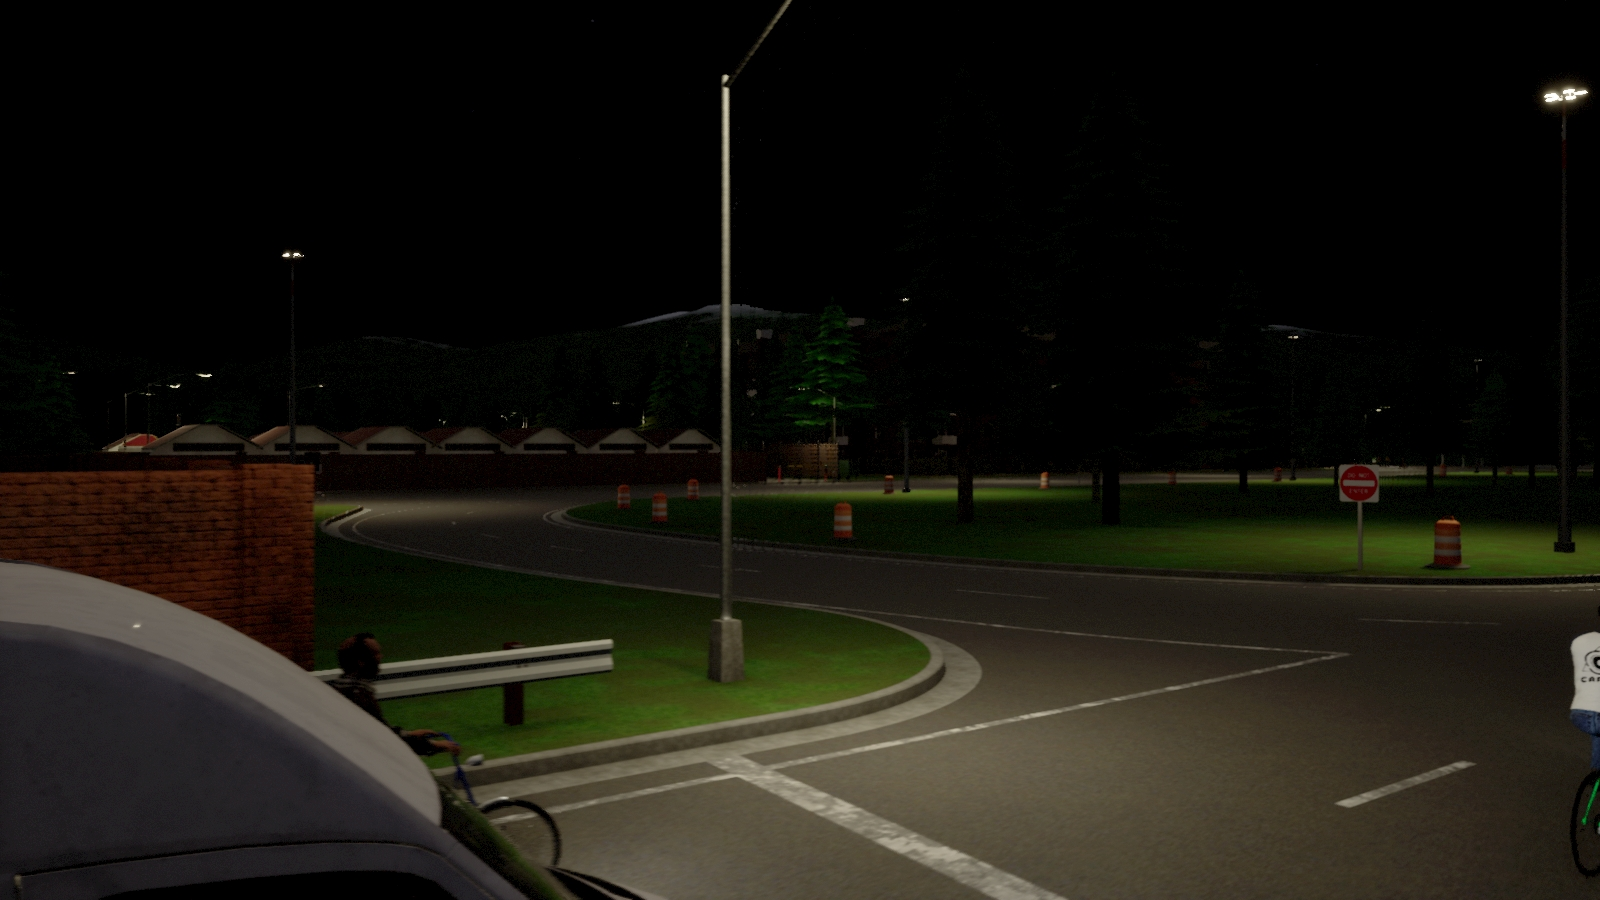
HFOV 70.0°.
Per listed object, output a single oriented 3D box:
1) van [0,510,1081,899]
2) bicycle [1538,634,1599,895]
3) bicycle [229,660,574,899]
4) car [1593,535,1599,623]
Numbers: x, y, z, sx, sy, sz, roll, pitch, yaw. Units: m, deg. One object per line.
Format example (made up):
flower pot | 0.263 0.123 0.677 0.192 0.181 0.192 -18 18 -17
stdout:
van | -2.223 1.533 2.198 5.915 2.561 1.988 0 0 -35
bicycle | 5.568 2.034 7.735 1.643 1.496 0.373 0 0 -35
bicycle | -2.208 2.053 6.505 1.835 1.471 0.329 0 0 -35
car | 15.015 2.066 18.752 4.181 1.385 1.994 0 0 -35
